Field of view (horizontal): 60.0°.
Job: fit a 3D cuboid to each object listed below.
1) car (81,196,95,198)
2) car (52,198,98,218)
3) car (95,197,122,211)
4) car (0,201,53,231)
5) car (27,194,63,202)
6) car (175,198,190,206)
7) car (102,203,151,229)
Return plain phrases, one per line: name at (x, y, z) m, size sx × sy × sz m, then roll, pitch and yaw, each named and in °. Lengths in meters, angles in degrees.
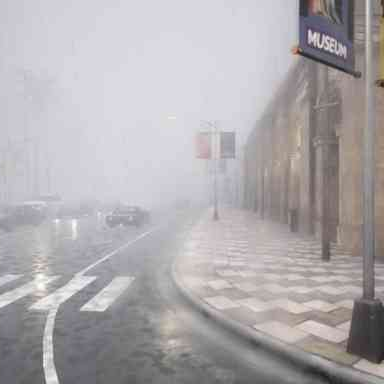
car at (-13.089, 1.351, 41.519) m, size 2.097 × 1.767 × 4.553 m, roll 0°, pitch 0°, yaw 5°
car at (-10.482, 1.525, 30.218) m, size 1.812 × 1.442 × 4.674 m, roll 0°, pitch 0°, yaw 5°
car at (-9.692, 1.525, 40.076) m, size 1.812 × 1.442 × 4.674 m, roll 0°, pitch 0°, yaw 5°
car at (-11.173, 1.547, 20.815) m, size 2.033 × 1.411 × 5.357 m, roll 0°, pitch 0°, yaw 4°
car at (-13.919, 1.221, 31.227) m, size 2.150 × 2.045 × 5.566 m, roll 0°, pitch 0°, yaw 4°
car at (-1.474, 1.603, 53.421) m, size 1.895 × 1.301 × 4.718 m, roll 0°, pitch 0°, yaw 7°
car at (-3.991, 1.604, 21.748) m, size 1.895 × 1.301 × 4.718 m, roll 0°, pitch 0°, yaw 4°
